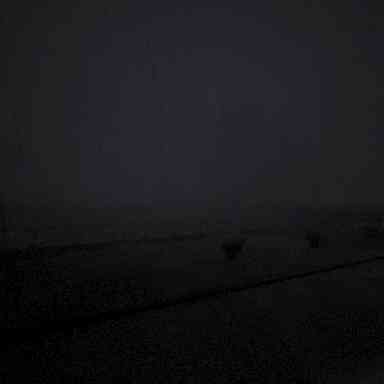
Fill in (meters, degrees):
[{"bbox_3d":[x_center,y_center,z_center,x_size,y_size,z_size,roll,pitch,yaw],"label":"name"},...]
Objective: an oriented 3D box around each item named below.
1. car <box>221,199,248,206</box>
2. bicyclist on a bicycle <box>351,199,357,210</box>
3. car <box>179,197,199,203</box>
[{"bbox_3d":[7.448,1.979,58.613,2.033,1.411,5.357,1,0,-36],"label":"car"},{"bbox_3d":[22.103,1.829,45.484,1.656,1.620,0.582,0,0,-36],"label":"bicyclist on a bicycle"},{"bbox_3d":[-0.530,1.739,62.876,2.097,1.767,4.553,1,0,-35],"label":"car"}]
